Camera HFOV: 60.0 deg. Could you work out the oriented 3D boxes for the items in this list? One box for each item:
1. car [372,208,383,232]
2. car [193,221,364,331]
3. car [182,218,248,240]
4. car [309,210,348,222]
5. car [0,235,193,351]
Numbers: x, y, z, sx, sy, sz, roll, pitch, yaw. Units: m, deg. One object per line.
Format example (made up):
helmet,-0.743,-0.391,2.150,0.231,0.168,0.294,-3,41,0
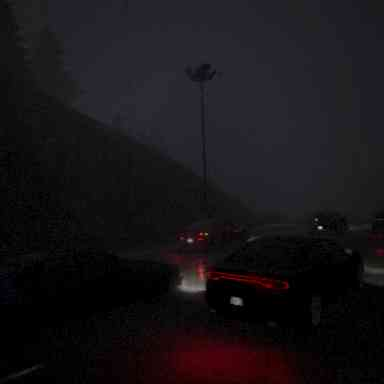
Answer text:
car,13.113,1.820,22.035,1.837,1.490,4.892,-3,-2,34
car,2.333,1.671,7.437,1.882,1.535,5.008,-4,-3,40
car,1.298,2.105,17.403,1.812,1.442,4.674,-4,-2,37
car,9.297,1.978,22.606,1.837,1.490,4.892,-3,-2,34
car,-2.581,1.902,6.976,2.033,1.411,5.357,-4,-3,41
